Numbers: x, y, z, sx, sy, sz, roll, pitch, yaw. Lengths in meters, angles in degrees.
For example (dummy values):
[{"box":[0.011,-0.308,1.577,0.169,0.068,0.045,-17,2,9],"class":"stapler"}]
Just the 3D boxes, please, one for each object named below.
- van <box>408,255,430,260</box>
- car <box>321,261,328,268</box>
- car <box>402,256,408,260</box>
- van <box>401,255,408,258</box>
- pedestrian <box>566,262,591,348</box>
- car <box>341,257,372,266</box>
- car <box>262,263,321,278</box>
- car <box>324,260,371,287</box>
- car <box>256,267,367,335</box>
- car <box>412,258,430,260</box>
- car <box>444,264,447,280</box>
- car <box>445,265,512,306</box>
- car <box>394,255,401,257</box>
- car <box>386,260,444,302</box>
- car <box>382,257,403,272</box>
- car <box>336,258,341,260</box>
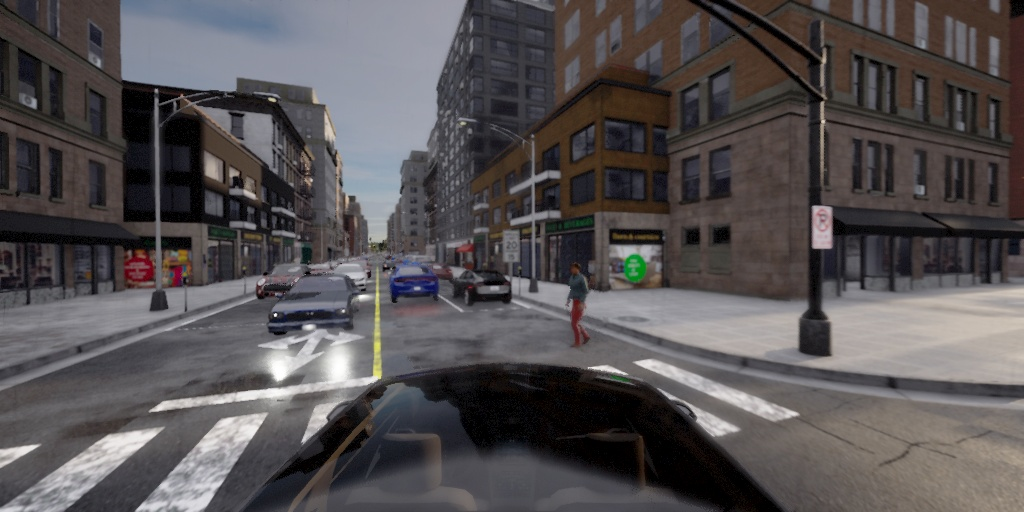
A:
[{"box":[-9.080,0.857,35.702,1.690,1.789,3.998,0,0,-21],"class":"van"},{"box":[-14.663,1.192,27.728,1.802,1.307,4.207,0,0,-21],"class":"car"},{"box":[-11.012,1.038,40.863,2.007,1.370,4.403,0,0,-21],"class":"car"},{"box":[-12.944,0.800,46.023,1.690,1.789,3.998,0,0,-21],"class":"van"},{"box":[1.369,0.987,7.565,0.375,1.860,0.375,0,0,-21],"class":"pedestrian"},{"box":[-12.655,1.061,29.621,1.882,1.535,5.008,0,0,-20],"class":"car"},{"box":[-10.800,1.113,17.406,1.967,1.591,4.097,0,0,-21],"class":"car"},{"box":[-9.140,1.167,20.198,1.812,1.442,4.674,0,1,-21],"class":"car"},{"box":[-5.617,1.250,10.783,2.033,1.411,5.357,0,1,-21],"class":"car"},{"box":[-7.148,1.112,30.541,1.948,1.339,4.313,0,0,-21],"class":"car"},{"box":[-5.216,1.160,25.381,1.802,1.307,4.207,0,0,-21],"class":"car"},{"box":[-1.352,1.210,15.058,1.948,1.339,4.313,0,0,-21],"class":"car"},{"box":[-18.740,0.820,61.506,1.967,1.591,4.097,0,0,-21],"class":"car"},{"box":[-4.609,1.126,16.484,1.882,1.535,5.008,0,1,-20],"class":"car"},{"box":[-13.973,1.101,41.409,1.895,1.301,4.718,0,0,-20],"class":"car"},{"box":[-16.595,1.130,32.889,2.007,1.370,4.403,0,0,-21],"class":"car"}]
